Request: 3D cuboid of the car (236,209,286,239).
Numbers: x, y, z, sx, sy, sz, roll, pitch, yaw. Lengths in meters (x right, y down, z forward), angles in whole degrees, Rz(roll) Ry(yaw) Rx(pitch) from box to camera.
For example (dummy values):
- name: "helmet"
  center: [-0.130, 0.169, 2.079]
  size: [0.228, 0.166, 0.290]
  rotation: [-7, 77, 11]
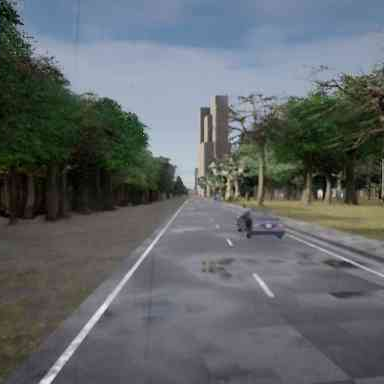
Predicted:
- name: "car"
  center: [3.602, 1.657, 18.183]
  size: [2.033, 1.411, 5.357]
  rotation: [0, 0, 0]

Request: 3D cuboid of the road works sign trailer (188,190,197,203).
- name: "road works sign trailer"
  center: [0.030, 1.095, 87.304]
  size: [2.380, 3.560, 2.880]
  rotation: [0, -1, 0]
